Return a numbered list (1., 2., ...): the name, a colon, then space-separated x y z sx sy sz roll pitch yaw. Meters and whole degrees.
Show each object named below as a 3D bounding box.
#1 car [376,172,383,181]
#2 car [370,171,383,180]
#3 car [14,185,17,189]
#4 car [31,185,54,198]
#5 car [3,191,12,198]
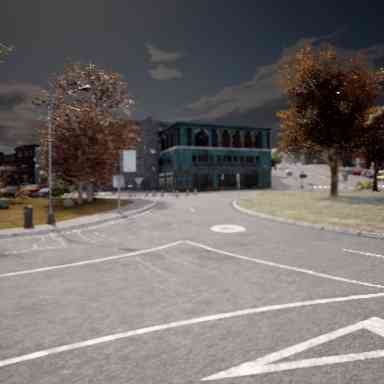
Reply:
1. car: 46.184 -3.190 77.146 4.674 1.452 2.002 -2 7 -9
2. car: 46.569 -3.565 80.084 5.366 1.575 1.946 -2 7 -9
3. car: -22.483 -0.035 47.963 2.435 2.045 5.566 -1 1 14
4. car: -20.003 0.194 46.342 2.231 1.521 4.892 -1 1 14
5. car: -24.939 -0.015 49.689 2.435 2.045 5.566 -1 1 14
